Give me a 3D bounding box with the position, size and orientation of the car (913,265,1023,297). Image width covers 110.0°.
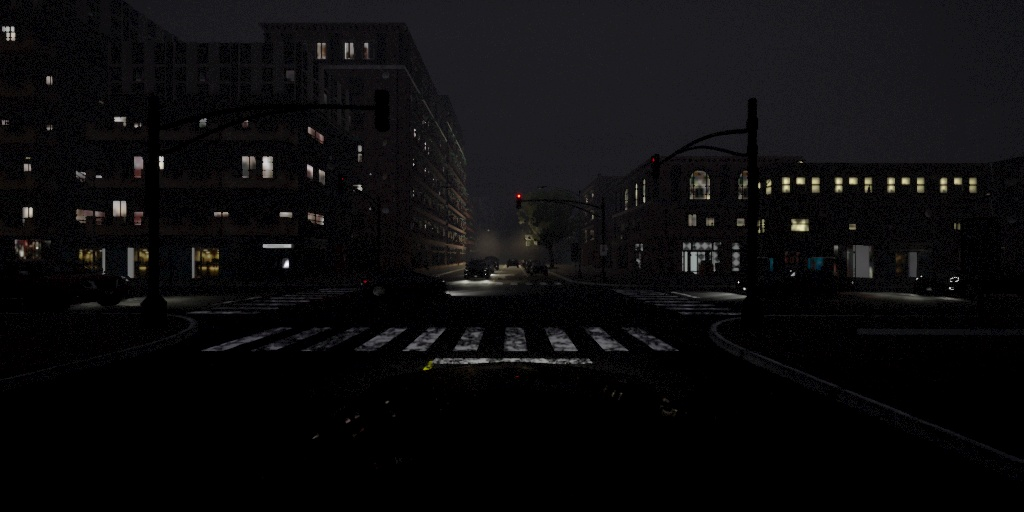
[{"bbox_3d":[24.533,1.219,19.166,4.553,1.767,2.097,0,0,0],"label":"car"}]

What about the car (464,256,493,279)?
[{"bbox_3d":[-3.056,1.124,32.274,2.097,1.767,4.553,0,0,-1],"label":"car"}]

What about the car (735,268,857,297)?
[{"bbox_3d":[15.033,1.372,19.105,5.357,1.411,2.033,0,0,0],"label":"car"}]

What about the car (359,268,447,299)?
[{"bbox_3d":[-5.434,1.319,18.110,4.181,1.385,1.994,0,0,-29],"label":"car"}]

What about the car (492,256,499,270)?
[{"bbox_3d":[-3.063,1.028,53.204,2.150,2.045,5.566,0,0,1],"label":"car"}]

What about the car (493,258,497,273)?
[{"bbox_3d":[-3.077,1.314,42.572,1.812,1.442,4.674,0,0,0],"label":"car"}]

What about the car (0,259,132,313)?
[{"bbox_3d":[-17.270,1.013,13.103,5.009,1.841,2.192,0,0,0],"label":"car"}]

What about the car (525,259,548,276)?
[{"bbox_3d":[2.709,1.330,36.812,2.007,1.370,4.403,0,0,0],"label":"car"}]

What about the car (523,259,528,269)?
[{"bbox_3d":[2.712,1.228,42.509,1.967,1.591,4.097,0,0,0],"label":"car"}]

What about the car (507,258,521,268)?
[{"bbox_3d":[0.132,1.181,64.061,2.097,1.767,4.553,0,0,0],"label":"car"}]
